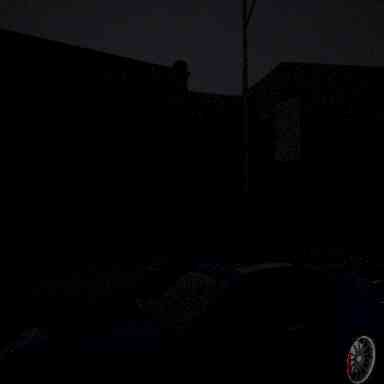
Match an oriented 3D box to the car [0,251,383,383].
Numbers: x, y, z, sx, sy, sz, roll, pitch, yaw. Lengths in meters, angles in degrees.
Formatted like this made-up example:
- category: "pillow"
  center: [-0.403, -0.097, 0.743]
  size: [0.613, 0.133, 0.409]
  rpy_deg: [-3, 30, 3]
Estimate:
- category: "car"
  center: [0.333, 1.498, 3.854]
  size: [4.674, 1.442, 1.812]
  rpy_deg: [0, 0, -30]
